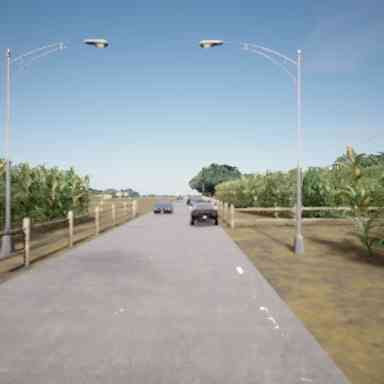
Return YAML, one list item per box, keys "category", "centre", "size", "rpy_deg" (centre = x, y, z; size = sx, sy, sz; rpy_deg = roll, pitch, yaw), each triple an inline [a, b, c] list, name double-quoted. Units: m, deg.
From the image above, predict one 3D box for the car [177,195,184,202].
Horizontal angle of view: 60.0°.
- category: "car"
  centre: [-2.751, 1.445, 76.721]
  size: [1.882, 1.535, 5.008]
  rpy_deg: [0, 0, 0]

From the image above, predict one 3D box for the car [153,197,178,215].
- category: "car"
  centre: [-2.847, 1.543, 34.252]
  size: [2.033, 1.411, 5.357]
  rpy_deg: [0, 0, 0]

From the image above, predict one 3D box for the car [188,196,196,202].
- category: "car"
  centre: [-0.001, 1.624, 74.188]
  size: [1.895, 1.301, 4.718]
  rpy_deg: [0, 0, 0]

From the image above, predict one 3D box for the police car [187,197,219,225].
- category: "police car"
  centre: [0.825, 1.415, 23.852]
  size: [1.930, 1.638, 5.238]
  rpy_deg: [0, 0, 0]
